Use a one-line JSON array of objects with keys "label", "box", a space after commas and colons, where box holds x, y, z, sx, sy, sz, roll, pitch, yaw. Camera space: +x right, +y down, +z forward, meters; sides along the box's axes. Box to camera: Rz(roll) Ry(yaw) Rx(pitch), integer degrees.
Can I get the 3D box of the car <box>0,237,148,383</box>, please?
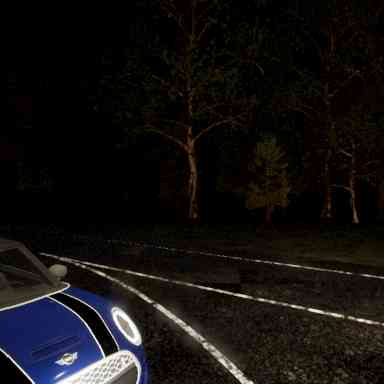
[{"label": "car", "box": [-2.654, 1.338, 3.766, 4.553, 1.767, 2.097, 1, 0, 35]}]
